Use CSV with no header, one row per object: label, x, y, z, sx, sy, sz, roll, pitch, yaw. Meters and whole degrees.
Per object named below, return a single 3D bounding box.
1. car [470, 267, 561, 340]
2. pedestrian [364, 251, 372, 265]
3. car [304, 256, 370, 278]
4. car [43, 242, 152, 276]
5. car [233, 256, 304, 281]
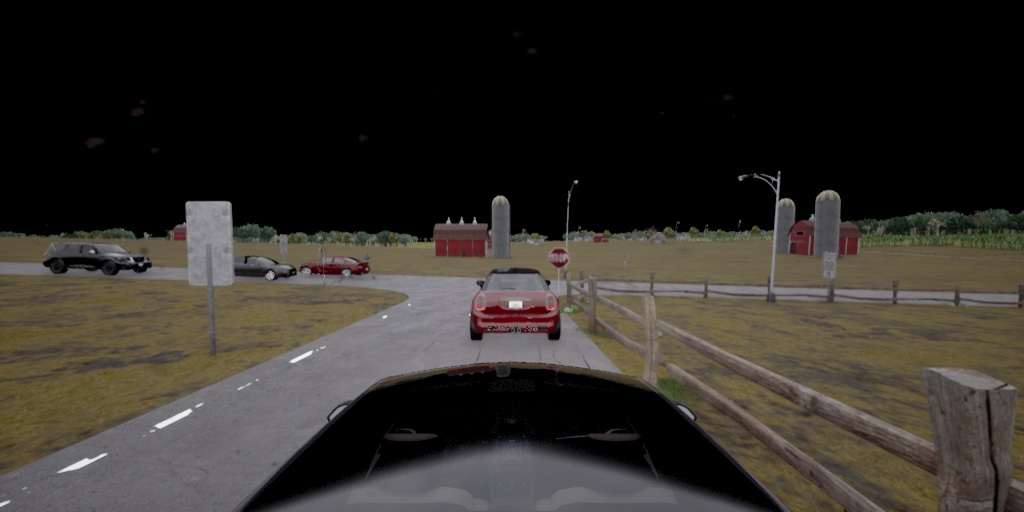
car,0.054,1.089,10.048,2.097,1.767,4.553,0,0,-1
pedestrian,-12.082,0.507,29.909,0.375,1.860,0.375,0,1,0
car,-13.260,0.737,26.825,5.008,1.535,1.882,2,2,4
car,-27.613,0.142,23.974,5.566,2.045,2.150,2,3,0
car,-17.037,0.776,23.971,4.892,1.490,1.837,2,3,0
